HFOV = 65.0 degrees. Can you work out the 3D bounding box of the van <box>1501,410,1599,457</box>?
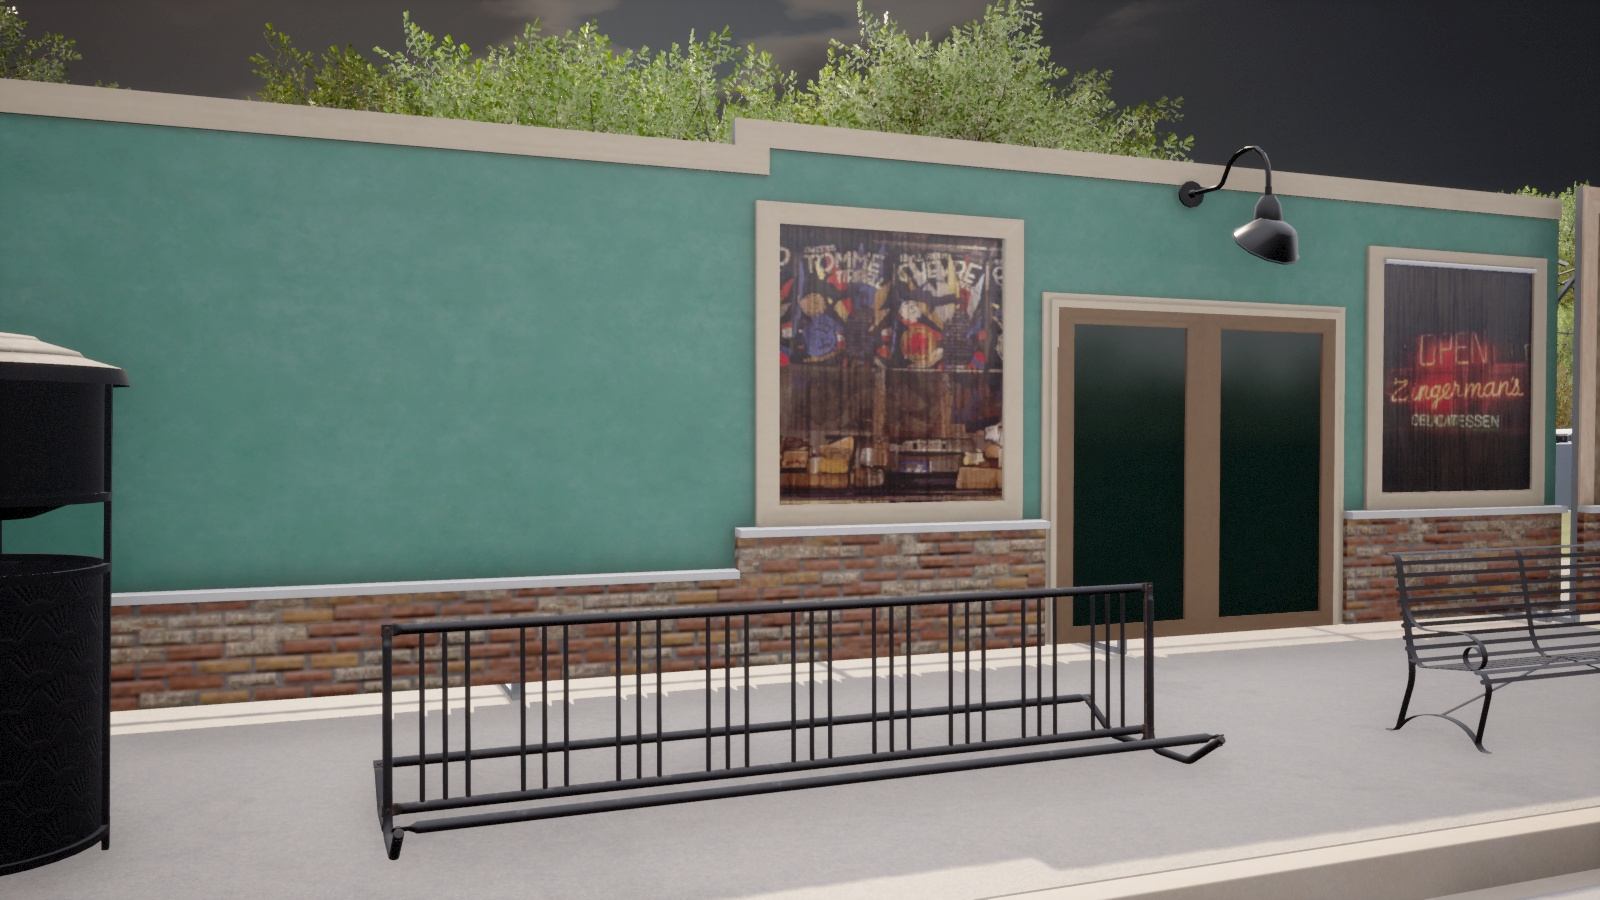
[{"bbox_3d":[36.426,-0.787,60.245,4.480,2.038,2.069,-2,0,39],"label":"van"}]
